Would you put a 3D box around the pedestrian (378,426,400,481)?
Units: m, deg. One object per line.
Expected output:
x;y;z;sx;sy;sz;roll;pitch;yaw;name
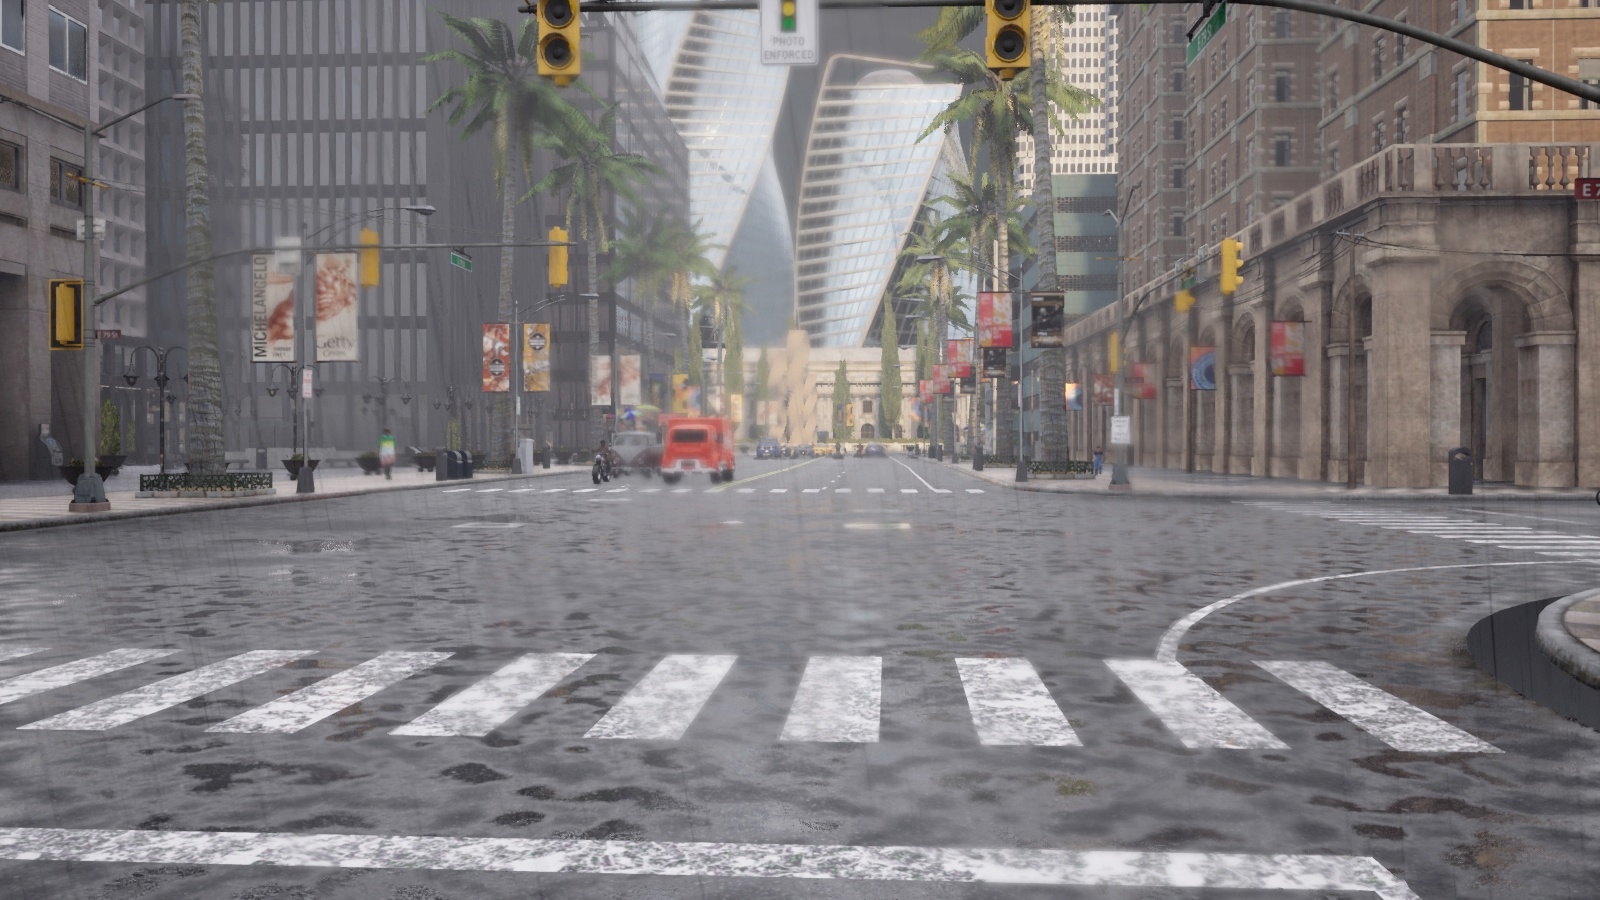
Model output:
-14.770;0.137;45.085;0.659;1.952;0.873;0;0;-25;pedestrian

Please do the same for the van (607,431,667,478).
-7.087;0.183;55.049;1.775;1.987;4.442;0;0;4;van

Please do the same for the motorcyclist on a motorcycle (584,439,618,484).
-7.542;0.421;47.763;0.766;1.649;2.350;0;0;4;motorcyclist on a motorcycle

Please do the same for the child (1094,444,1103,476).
12.108;0.405;50.940;0.270;1.263;0.437;0;0;3;child

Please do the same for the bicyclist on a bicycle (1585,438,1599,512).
18.287;0.542;27.618;1.509;1.612;0.866;0;0;3;bicyclist on a bicycle

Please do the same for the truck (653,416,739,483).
-3.975;-0.020;48.915;2.627;2.467;5.204;0;0;4;truck
